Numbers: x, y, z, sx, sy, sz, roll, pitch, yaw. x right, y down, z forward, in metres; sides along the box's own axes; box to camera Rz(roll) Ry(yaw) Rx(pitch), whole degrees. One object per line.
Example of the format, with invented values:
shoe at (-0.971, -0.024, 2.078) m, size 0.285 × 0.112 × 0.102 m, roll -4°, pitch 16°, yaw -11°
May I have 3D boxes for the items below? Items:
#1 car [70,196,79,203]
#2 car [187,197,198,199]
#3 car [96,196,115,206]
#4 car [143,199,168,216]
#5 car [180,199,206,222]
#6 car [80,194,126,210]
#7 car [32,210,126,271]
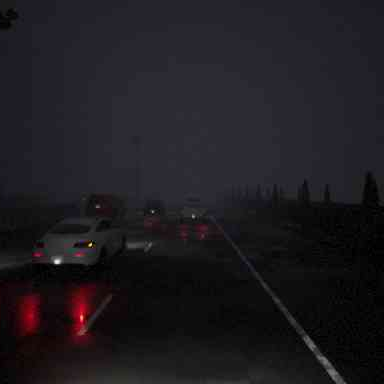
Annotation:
car at (-21.049, 1.406, 61.606) m, size 2.128 × 1.511 × 4.902 m, roll 0°, pitch 0°, yaw 1°
car at (0.080, 1.442, 42.488) m, size 1.837 × 1.490 × 4.892 m, roll 0°, pitch 0°, yaw 0°
car at (-14.079, 1.424, 54.653) m, size 1.837 × 1.490 × 4.892 m, roll 0°, pitch 0°, yaw 0°
car at (-3.416, 1.459, 31.374) m, size 1.837 × 1.490 × 4.892 m, roll 0°, pitch 0°, yaw 0°
car at (0.090, 1.488, 25.674) m, size 1.812 × 1.442 × 4.674 m, roll 0°, pitch 0°, yaw 0°
car at (-6.913, 1.182, 27.082) m, size 2.150 × 2.045 × 5.566 m, roll 0°, pitch 0°, yaw 0°
car at (-3.407, 1.510, 10.724) m, size 1.812 × 1.442 × 4.674 m, roll 0°, pitch 0°, yaw 0°
